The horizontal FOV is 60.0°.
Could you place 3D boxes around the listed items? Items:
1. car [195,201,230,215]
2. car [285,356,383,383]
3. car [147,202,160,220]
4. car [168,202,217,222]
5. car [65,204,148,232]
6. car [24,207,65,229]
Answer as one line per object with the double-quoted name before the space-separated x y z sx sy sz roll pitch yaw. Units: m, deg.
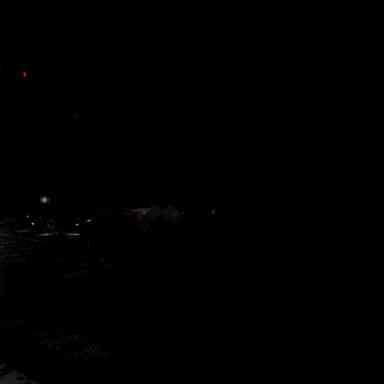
"car" 2.403 1.777 37.569 1.994 1.385 4.181 1 0 36
"car" 2.446 1.545 1.216 4.507 1.381 1.887 0 1 35
"car" -3.355 1.653 29.462 1.812 1.442 4.674 1 0 35
"car" 0.074 1.677 28.680 2.128 1.511 4.902 1 0 35
"car" -5.281 1.632 21.115 1.812 1.442 4.674 1 0 35
"car" -8.494 1.652 22.207 1.895 1.301 4.718 1 0 35
